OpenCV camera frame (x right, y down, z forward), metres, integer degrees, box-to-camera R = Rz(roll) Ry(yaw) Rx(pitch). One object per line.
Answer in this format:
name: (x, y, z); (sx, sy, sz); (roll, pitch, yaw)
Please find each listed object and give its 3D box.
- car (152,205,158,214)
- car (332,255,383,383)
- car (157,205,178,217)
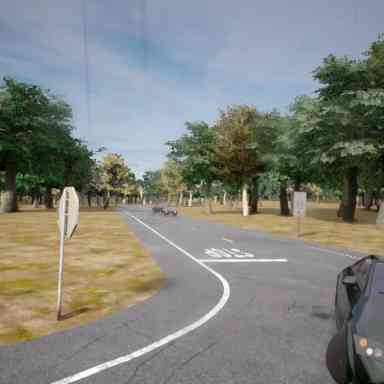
car: (-5.662, 2.962, 56.886); (1.882, 1.535, 5.008); (3, -2, -14)
car: (3.110, 1.643, 4.624); (1.994, 1.385, 4.181); (1, -1, 22)
car: (-3.418, 2.851, 48.036); (1.895, 1.301, 4.718); (3, -2, -13)
